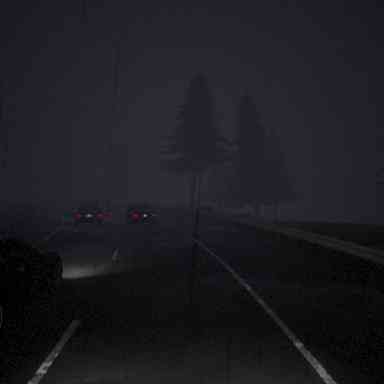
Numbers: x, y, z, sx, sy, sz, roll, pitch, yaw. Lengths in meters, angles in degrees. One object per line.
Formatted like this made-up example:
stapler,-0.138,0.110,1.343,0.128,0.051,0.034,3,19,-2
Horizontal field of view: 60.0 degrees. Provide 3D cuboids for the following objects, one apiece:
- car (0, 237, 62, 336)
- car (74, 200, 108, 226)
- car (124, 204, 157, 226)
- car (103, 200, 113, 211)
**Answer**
car,-3.907,1.542,6.125,1.812,1.442,4.674,0,0,-5
car,-7.431,1.586,23.914,2.033,1.411,5.357,0,0,-18
car,-3.767,1.574,23.847,2.033,1.411,5.357,0,0,-17
car,-11.415,1.662,41.341,1.895,1.301,4.718,0,0,-30
